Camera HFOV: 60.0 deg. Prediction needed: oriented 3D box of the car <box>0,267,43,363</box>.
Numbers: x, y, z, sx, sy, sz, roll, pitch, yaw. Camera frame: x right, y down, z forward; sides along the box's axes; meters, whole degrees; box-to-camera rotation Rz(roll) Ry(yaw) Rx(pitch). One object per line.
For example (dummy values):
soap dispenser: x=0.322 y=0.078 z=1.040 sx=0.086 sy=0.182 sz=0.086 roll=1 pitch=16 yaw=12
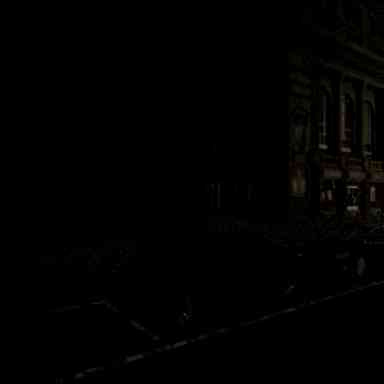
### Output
car: x=-4.030 y=1.558 z=3.771 sx=4.313 sy=1.339 sz=1.947 roll=1 pitch=-1 yaw=-36

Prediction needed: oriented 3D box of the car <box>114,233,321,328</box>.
car: x=0.550 y=1.608 z=7.055 sx=4.313 sy=1.339 sz=1.947 roll=1 pitch=-1 yaw=-36

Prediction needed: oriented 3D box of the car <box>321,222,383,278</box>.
car: x=5.131 y=1.645 z=10.339 sx=4.403 sy=1.369 sz=2.008 roll=1 pitch=-1 yaw=-36
